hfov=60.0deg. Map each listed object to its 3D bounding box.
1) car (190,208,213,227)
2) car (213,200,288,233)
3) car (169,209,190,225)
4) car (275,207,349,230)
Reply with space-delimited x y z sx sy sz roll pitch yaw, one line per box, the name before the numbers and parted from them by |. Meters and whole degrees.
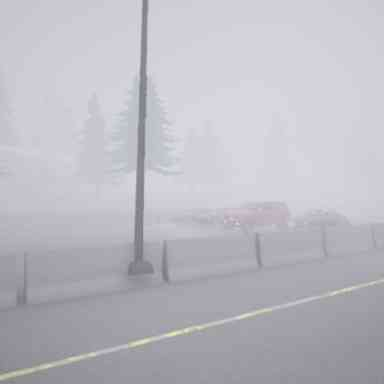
car | 2.648 1.947 26.275 5.008 1.535 1.882 0 -1 -33
car | 4.528 1.631 23.329 5.566 2.045 2.150 0 -1 -33
car | 0.659 2.077 29.157 5.357 1.411 2.033 0 -1 -33
car | 8.020 1.846 21.405 4.902 1.511 2.128 0 -1 -33
